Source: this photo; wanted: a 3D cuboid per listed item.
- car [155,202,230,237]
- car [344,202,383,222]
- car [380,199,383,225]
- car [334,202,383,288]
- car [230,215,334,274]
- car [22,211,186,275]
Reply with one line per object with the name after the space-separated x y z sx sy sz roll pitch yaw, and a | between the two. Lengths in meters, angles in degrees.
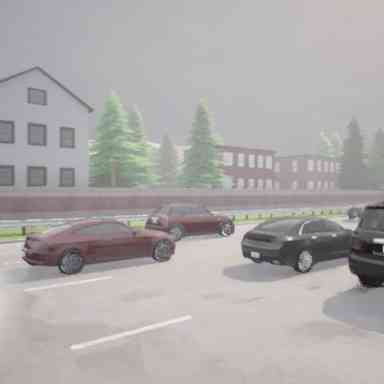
-0.001 1.364 16.641 4.553 1.767 2.097 0 0 -35 | car
14.422 1.559 26.942 4.674 1.442 1.812 0 0 -36 | car
15.409 1.383 23.330 4.553 1.767 2.097 0 0 -35 | car
6.071 1.233 8.074 5.566 2.045 2.150 0 0 -35 | car
3.740 1.516 10.712 4.892 1.490 1.837 0 0 -35 | car
-2.708 1.531 10.421 4.674 1.442 1.812 0 0 -36 | car
